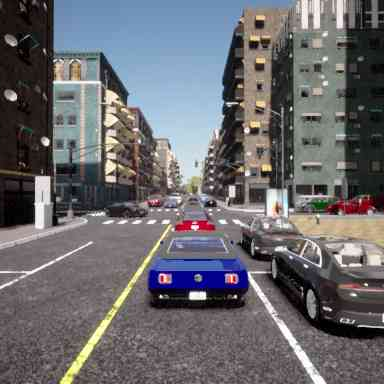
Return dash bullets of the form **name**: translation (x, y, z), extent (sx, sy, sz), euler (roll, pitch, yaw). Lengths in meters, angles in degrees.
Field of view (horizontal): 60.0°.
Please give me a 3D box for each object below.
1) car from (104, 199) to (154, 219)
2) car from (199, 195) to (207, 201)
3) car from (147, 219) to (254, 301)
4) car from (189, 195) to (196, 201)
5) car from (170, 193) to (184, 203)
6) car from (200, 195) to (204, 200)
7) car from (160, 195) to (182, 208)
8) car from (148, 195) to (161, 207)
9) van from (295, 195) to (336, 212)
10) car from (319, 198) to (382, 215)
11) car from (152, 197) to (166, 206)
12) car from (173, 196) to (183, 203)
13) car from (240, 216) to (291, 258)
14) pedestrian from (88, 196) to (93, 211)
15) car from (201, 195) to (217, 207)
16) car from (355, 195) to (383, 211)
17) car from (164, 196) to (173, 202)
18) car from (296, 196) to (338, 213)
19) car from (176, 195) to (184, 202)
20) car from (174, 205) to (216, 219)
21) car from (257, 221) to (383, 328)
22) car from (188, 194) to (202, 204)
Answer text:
- **car**: translation (-5.720, 1.544, 28.938), extent (4.181, 1.385, 1.994), euler (-1, -1, 38)
- **car**: translation (2.904, 1.581, 89.661), extent (1.887, 1.381, 4.507), euler (1, 0, 0)
- **car**: translation (0.118, 1.603, 8.286), extent (1.895, 1.301, 4.718), euler (0, 0, 0)
- **car**: translation (0.204, 1.561, 90.095), extent (1.812, 1.442, 4.674), euler (0, 0, 0)
- **car**: translation (-2.945, 1.244, 58.648), extent (2.150, 2.045, 5.566), euler (0, 0, 1)
- **car**: translation (2.828, 1.603, 56.234), extent (1.802, 1.307, 4.206), euler (1, 0, 0)
- **car**: translation (-2.992, 1.565, 48.647), extent (2.033, 1.411, 5.357), euler (0, 0, 1)
- **car**: translation (-5.561, 1.334, 50.723), extent (2.192, 1.841, 5.009), euler (1, 0, 0)
- **van**: translation (13.848, 1.296, 37.458), extent (3.998, 1.788, 1.690), euler (0, 0, 1)
- **car**: translation (13.769, 1.413, 29.077), extent (4.206, 1.307, 1.802), euler (0, 0, 1)
- **car**: translation (-5.552, 1.566, 56.294), extent (1.887, 1.381, 4.507), euler (1, 0, 0)
- **car**: translation (-2.853, 1.591, 68.590), extent (1.994, 1.385, 4.181), euler (0, 0, 0)
- **car**: translation (2.858, 1.555, 12.470), extent (2.008, 1.369, 4.403), euler (1, 0, 0)
- **pedestrian**: translation (-12.437, 1.347, 40.663), extent (0.375, 1.860, 0.375), euler (0, 0, 1)
- **car**: translation (2.815, 1.585, 50.664), extent (1.947, 1.339, 4.313), euler (1, 0, 0)
- **car**: translation (19.375, 1.228, 37.406), extent (5.009, 1.841, 2.192), euler (0, 0, 1)
- **car**: translation (-5.501, 1.597, 78.578), extent (1.947, 1.339, 4.313), euler (1, 0, 0)
- **car**: translation (13.413, 1.272, 34.879), extent (4.553, 1.767, 2.097), euler (0, -1, 1)
- **car**: translation (-2.821, 1.532, 78.999), extent (1.837, 1.490, 4.892), euler (0, 0, 0)
- **car**: translation (0.133, 1.570, 17.149), extent (1.994, 1.385, 4.181), euler (0, 0, 0)
- **car**: translation (2.846, 1.553, 6.901), extent (2.008, 1.369, 4.403), euler (1, 0, 0)
- **car**: translation (0.243, 1.516, 63.372), extent (2.128, 1.511, 4.902), euler (0, 0, 0)
